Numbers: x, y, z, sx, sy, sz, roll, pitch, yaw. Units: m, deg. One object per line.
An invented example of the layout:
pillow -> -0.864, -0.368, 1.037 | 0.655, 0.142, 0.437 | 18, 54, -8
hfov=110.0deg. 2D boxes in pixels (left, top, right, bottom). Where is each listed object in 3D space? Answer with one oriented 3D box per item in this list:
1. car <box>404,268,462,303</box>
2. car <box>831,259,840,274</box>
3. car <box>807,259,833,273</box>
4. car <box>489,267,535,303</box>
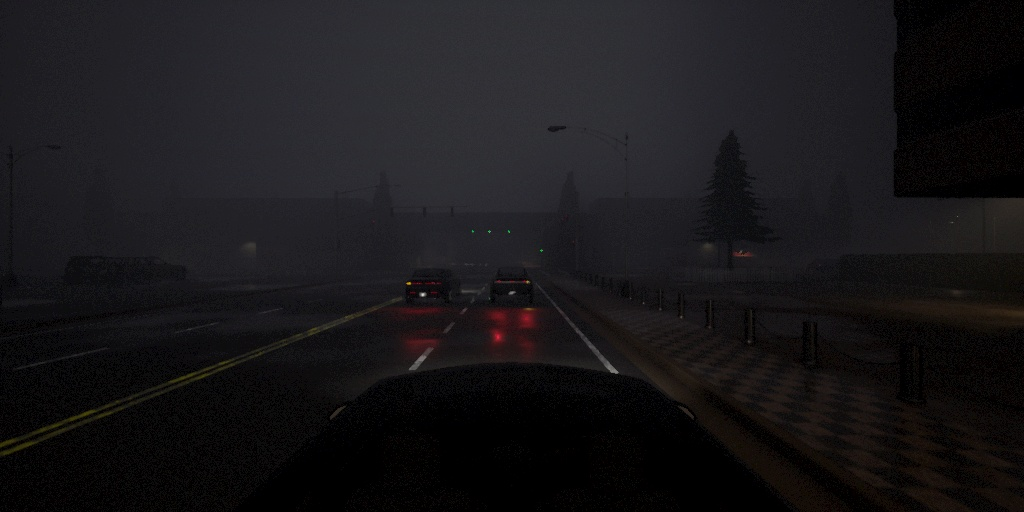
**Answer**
car -> -3.500, 1.264, 16.500 | 1.837, 1.490, 4.892 | 0, 0, 0
car -> 37.374, 1.321, 38.371 | 4.181, 1.385, 1.994 | 0, 0, 0
car -> 37.354, 1.115, 41.871 | 4.553, 1.767, 2.097 | 0, 0, 0
car -> 0.000, 1.243, 16.500 | 2.128, 1.511, 4.902 | 0, 0, 0
